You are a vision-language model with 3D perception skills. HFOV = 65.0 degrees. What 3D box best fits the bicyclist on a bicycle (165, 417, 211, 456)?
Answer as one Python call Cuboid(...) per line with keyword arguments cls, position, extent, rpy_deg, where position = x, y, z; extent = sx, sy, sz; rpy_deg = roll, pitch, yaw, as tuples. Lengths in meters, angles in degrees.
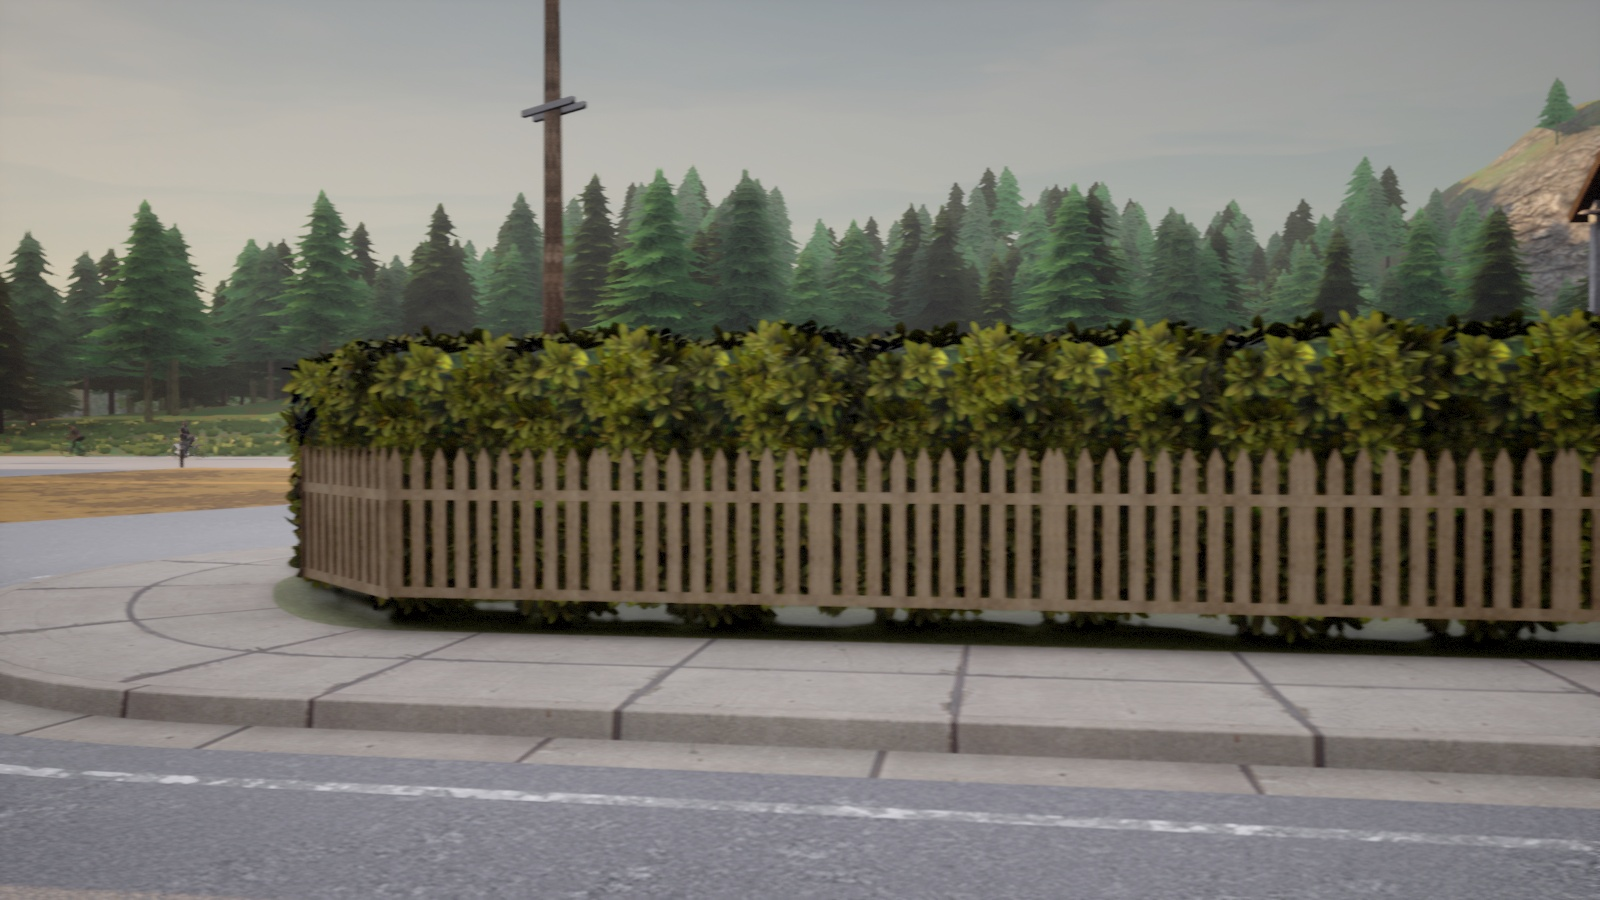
Cuboid(cls="bicyclist on a bicycle", position=(-28.274, -0.640, 58.031), extent=(1.843, 1.776, 0.659), rpy_deg=(0, 1, 10))
